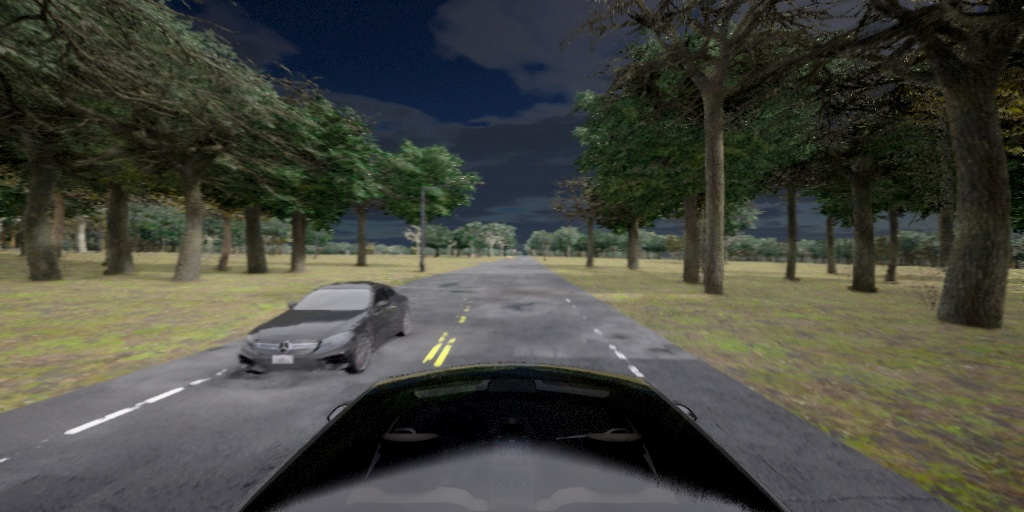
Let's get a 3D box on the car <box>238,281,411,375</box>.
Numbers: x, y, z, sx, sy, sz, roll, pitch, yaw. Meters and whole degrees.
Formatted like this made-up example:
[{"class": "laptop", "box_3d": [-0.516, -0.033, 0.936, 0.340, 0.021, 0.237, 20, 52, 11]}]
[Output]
[{"class": "car", "box_3d": [-3.482, 1.293, 7.669, 1.812, 1.442, 4.674, 0, 0, -2]}]
